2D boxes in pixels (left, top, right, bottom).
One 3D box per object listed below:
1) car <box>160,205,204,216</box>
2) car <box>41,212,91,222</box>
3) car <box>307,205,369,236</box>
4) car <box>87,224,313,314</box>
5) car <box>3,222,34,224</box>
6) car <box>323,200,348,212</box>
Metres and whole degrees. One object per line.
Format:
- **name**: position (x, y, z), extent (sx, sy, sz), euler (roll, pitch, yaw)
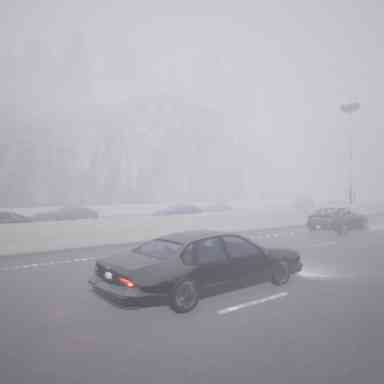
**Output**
- **car**: position (-1.175, 1.793, 29.836), extent (5.008, 1.535, 1.882), euler (0, -1, -41)
- **car**: position (-10.103, 1.831, 27.075), extent (5.008, 1.535, 1.882), euler (0, -1, -38)
- **car**: position (8.516, 1.628, 19.258), extent (4.902, 1.511, 2.128), euler (0, -1, -42)
- **car**: position (0.377, 1.629, 7.860), extent (5.357, 1.411, 2.033), euler (0, -1, -39)
- **car**: position (-11.033, 1.770, 17.673), extent (4.892, 1.490, 1.837), euler (0, -1, -36)
- **car**: position (19.771, 1.846, 45.682), extent (1.812, 1.442, 4.674), euler (-1, -1, 42)
